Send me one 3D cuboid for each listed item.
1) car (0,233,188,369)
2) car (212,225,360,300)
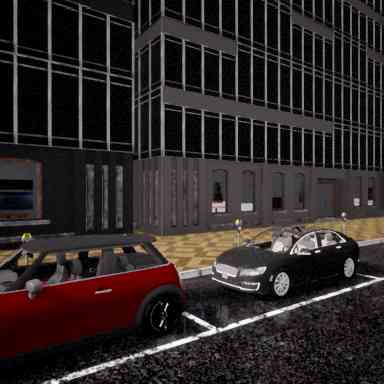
[{"bbox_3d":[-2.158,1.440,5.021,4.097,1.590,1.967,0,0,-35],"label":"car"},{"bbox_3d":[2.477,1.549,8.324,4.403,1.369,2.008,0,0,-35],"label":"car"}]
